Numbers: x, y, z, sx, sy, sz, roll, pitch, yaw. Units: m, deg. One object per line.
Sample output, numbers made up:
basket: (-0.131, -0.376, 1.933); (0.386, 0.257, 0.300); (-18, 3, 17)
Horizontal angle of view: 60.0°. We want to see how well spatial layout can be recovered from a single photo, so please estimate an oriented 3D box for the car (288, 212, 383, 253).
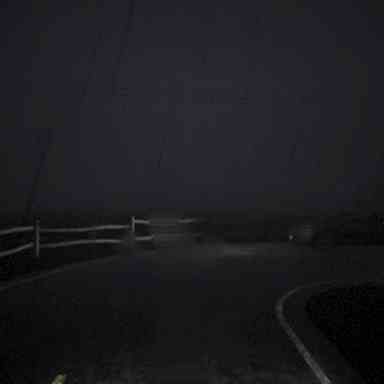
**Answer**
car: (6.470, 1.588, 13.742); (4.902, 1.511, 2.128); (0, 0, -5)
